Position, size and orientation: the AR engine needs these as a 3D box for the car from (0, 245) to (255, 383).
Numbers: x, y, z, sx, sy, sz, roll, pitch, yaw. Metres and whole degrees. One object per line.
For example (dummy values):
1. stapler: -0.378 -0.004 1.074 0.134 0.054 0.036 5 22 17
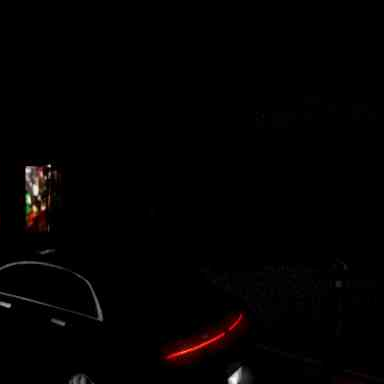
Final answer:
1. car: -1.597 1.494 4.486 4.892 1.490 1.837 0 0 34
